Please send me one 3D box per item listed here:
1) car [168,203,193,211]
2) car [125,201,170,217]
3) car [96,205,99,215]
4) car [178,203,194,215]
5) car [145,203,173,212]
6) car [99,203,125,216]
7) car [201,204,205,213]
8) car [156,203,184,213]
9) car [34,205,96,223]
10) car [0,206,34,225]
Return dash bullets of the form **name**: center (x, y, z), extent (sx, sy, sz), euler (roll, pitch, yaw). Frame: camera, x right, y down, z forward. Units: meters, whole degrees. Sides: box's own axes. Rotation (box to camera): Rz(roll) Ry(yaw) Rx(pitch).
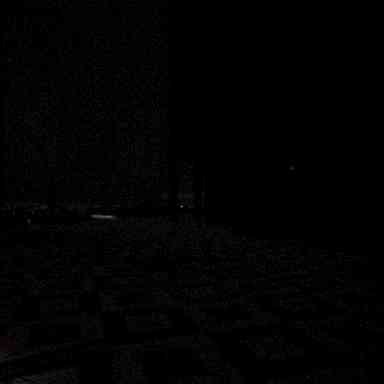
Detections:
- **car**: center (-1.957, 2.522, 57.469), extent (2.008, 1.369, 4.403), euler (-2, -2, 35)
- **car**: center (-4.855, 1.955, 38.738), extent (2.192, 1.841, 5.009), euler (-2, -2, 35)
- **car**: center (-11.789, 2.233, 43.688), extent (1.887, 1.381, 4.507), euler (-2, -2, 35)
- **car**: center (-1.576, 2.278, 43.326), extent (1.887, 1.381, 4.507), euler (-2, -2, 35)
- **car**: center (-5.234, 2.427, 52.876), extent (2.008, 1.369, 4.403), euler (-2, -2, 35)
- **car**: center (-9.142, 2.212, 42.777), extent (1.812, 1.442, 4.674), euler (0, -1, 35)
- **car**: center (1.707, 2.410, 47.924), extent (1.802, 1.307, 4.206), euler (-2, -2, 36)
- **car**: center (-3.282, 2.417, 50.928), extent (1.994, 1.385, 4.181), euler (0, -1, 37)
- **car**: center (-11.310, 1.987, 29.681), extent (1.752, 1.417, 4.829), euler (-2, -2, 35)
- **car**: center (-14.685, 1.938, 24.949), extent (1.947, 1.339, 4.313), euler (-2, -2, 35)
